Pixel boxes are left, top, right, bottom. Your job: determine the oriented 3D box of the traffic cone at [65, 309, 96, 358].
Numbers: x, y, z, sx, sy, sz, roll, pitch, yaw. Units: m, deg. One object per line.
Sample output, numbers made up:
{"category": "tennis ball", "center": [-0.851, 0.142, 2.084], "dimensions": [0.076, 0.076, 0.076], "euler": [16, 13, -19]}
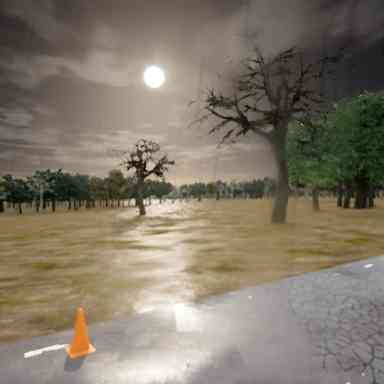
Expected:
{"category": "traffic cone", "center": [-1.581, 1.952, 4.705], "dimensions": [0.340, 0.580, 0.340], "euler": [0, 0, -36]}
